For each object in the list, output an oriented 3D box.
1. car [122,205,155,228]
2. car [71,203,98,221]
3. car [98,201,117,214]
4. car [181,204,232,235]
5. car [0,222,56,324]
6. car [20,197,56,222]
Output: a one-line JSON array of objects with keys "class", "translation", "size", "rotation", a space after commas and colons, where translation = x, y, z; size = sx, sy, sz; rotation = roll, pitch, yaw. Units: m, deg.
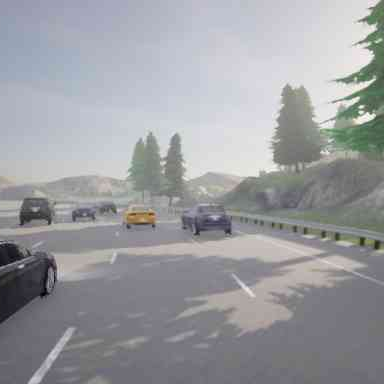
[{"class": "car", "translation": [-3.835, 1.630, 23.531], "size": [1.882, 1.535, 5.008], "rotation": [0, 0, -16]}, {"class": "car", "translation": [-9.854, 1.731, 29.972], "size": [1.812, 1.442, 4.674], "rotation": [0, 0, -22]}, {"class": "car", "translation": [-10.099, 1.765, 38.711], "size": [1.837, 1.490, 4.892], "rotation": [0, 0, -27]}, {"class": "car", "translation": [0.723, 1.472, 19.836], "size": [2.097, 1.767, 4.553], "rotation": [0, 0, -14]}, {"class": "car", "translation": [-3.930, 1.550, 5.856], "size": [1.837, 1.490, 4.892], "rotation": [0, 0, -5]}, {"class": "car", "translation": [-11.966, 1.407, 25.976], "size": [2.150, 2.045, 5.566], "rotation": [0, 0, -20]}]
